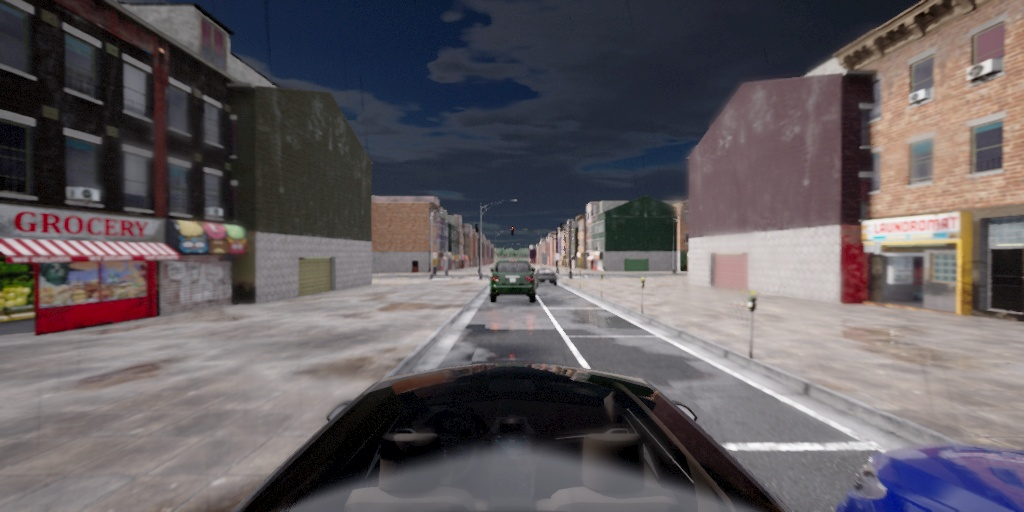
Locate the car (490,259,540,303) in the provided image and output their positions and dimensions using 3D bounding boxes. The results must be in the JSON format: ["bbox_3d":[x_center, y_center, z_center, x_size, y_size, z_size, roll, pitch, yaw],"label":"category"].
[{"bbox_3d":[0.046,1.190,18.456,2.150,2.045,5.566,0,-1,0],"label":"car"}]

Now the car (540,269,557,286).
[{"bbox_3d":[2.632,1.658,28.850,2.007,1.370,4.403,0,0,0],"label":"car"}]
